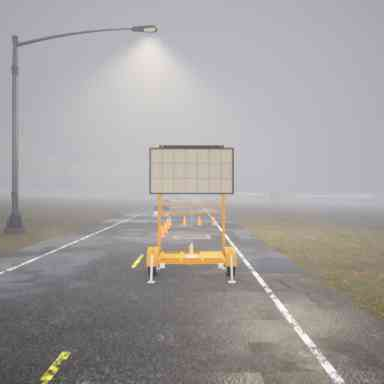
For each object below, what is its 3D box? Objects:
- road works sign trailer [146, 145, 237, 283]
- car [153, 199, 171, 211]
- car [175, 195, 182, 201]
[{"bbox_3d":[-0.010,0.465,9.619,2.380,3.560,2.880,0,0,0],"label":"road works sign trailer"},{"bbox_3d":[-3.638,1.550,41.074,2.033,1.411,5.357,0,0,0],"label":"car"},{"bbox_3d":[-3.585,1.490,89.618,1.882,1.535,5.008,0,0,0],"label":"car"}]
